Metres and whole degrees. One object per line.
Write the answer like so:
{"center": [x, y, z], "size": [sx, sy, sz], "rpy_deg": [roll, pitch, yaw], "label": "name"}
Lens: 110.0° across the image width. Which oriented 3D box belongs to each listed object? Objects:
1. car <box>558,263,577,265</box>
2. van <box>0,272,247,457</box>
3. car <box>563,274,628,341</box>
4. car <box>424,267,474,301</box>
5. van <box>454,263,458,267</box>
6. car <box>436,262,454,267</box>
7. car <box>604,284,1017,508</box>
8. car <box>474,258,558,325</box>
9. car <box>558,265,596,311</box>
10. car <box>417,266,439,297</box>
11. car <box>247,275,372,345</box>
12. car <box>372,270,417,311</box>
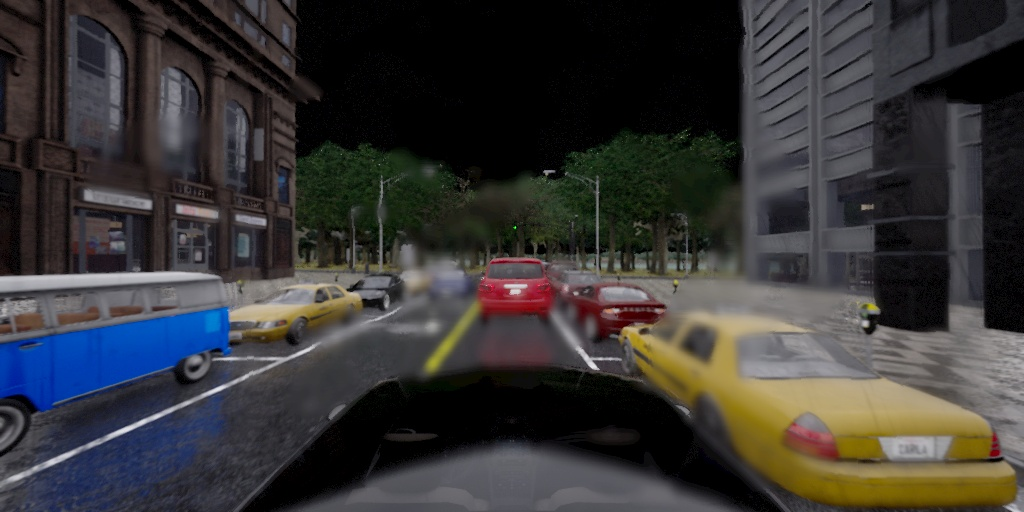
{"center": [2.774, 1.294, 20.901], "size": [2.192, 1.841, 5.009], "rpy_deg": [0, 0, 0], "label": "car"}
{"center": [-5.762, 1.125, 4.595], "size": [1.690, 1.789, 3.998], "rpy_deg": [0, 0, 0], "label": "van"}
{"center": [2.767, 1.394, 10.027], "size": [1.888, 1.381, 4.507], "rpy_deg": [0, 0, 0], "label": "car"}
{"center": [-3.068, 1.483, 19.087], "size": [1.812, 1.442, 4.674], "rpy_deg": [0, -1, 0], "label": "car"}
{"center": [-5.744, 1.451, 31.781], "size": [1.690, 1.789, 3.998], "rpy_deg": [0, 0, 0], "label": "van"}
{"center": [-5.748, 1.484, 26.343], "size": [1.967, 1.591, 4.097], "rpy_deg": [0, 0, 0], "label": "car"}
{"center": [2.764, 1.309, 4.759], "size": [1.751, 1.417, 4.829], "rpy_deg": [0, 0, 0], "label": "car"}
{"center": [0.108, 1.100, 12.493], "size": [2.150, 2.045, 5.566], "rpy_deg": [0, -1, 0], "label": "car"}
{"center": [2.770, 1.354, 15.464], "size": [1.967, 1.591, 4.097], "rpy_deg": [0, 0, 0], "label": "car"}
{"center": [-5.751, 1.504, 20.737], "size": [1.751, 1.417, 4.829], "rpy_deg": [0, 0, 0], "label": "car"}
{"center": [-5.758, 1.374, 9.862], "size": [1.751, 1.417, 4.829], "rpy_deg": [0, 0, 0], "label": "car"}
{"center": [-5.755, 1.479, 15.469], "size": [1.948, 1.339, 4.313], "rpy_deg": [0, 0, 0], "label": "car"}
